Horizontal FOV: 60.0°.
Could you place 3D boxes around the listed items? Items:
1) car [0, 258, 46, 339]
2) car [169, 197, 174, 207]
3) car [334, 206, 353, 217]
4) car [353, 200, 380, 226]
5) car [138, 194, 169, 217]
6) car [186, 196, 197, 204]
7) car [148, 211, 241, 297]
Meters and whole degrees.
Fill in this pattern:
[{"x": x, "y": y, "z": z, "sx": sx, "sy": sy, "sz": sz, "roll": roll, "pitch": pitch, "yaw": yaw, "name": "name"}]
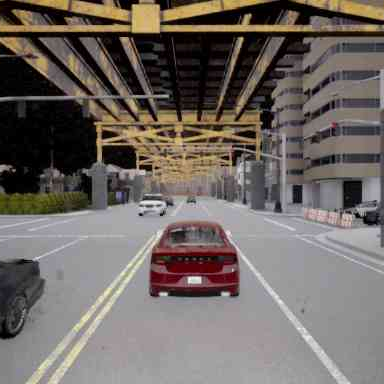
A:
[{"x": -3.609, "y": 1.552, "z": 3.848, "sx": 2.033, "sy": 1.411, "sz": 5.357, "roll": 0, "pitch": 0, "yaw": 0, "name": "car"}, {"x": -3.692, "y": 1.422, "z": 49.019, "sx": 1.882, "sy": 1.535, "sz": 5.008, "roll": 0, "pitch": 0, "yaw": 0, "name": "car"}, {"x": 13.583, "y": 1.233, "z": 25.430, "sx": 4.536, "sy": 1.218, "sz": 1.853, "roll": 0, "pitch": 0, "yaw": 25, "name": "car"}, {"x": 13.218, "y": 1.397, "z": 21.292, "sx": 4.974, "sy": 1.542, "sz": 2.038, "roll": 0, "pitch": 0, "yaw": -20, "name": "car"}, {"x": -3.666, "y": 1.190, "z": 31.362, "sx": 2.150, "sy": 2.045, "sz": 5.566, "roll": 0, "pitch": 0, "yaw": 0, "name": "car"}, {"x": -0.129, "y": 1.466, "z": 63.273, "sx": 2.033, "sy": 1.411, "sz": 5.357, "roll": 0, "pitch": 0, "yaw": 0, "name": "car"}, {"x": 0.055, "y": 1.468, "z": 8.598, "sx": 1.882, "sy": 1.535, "sz": 5.008, "roll": 0, "pitch": 0, "yaw": 0, "name": "car"}]
